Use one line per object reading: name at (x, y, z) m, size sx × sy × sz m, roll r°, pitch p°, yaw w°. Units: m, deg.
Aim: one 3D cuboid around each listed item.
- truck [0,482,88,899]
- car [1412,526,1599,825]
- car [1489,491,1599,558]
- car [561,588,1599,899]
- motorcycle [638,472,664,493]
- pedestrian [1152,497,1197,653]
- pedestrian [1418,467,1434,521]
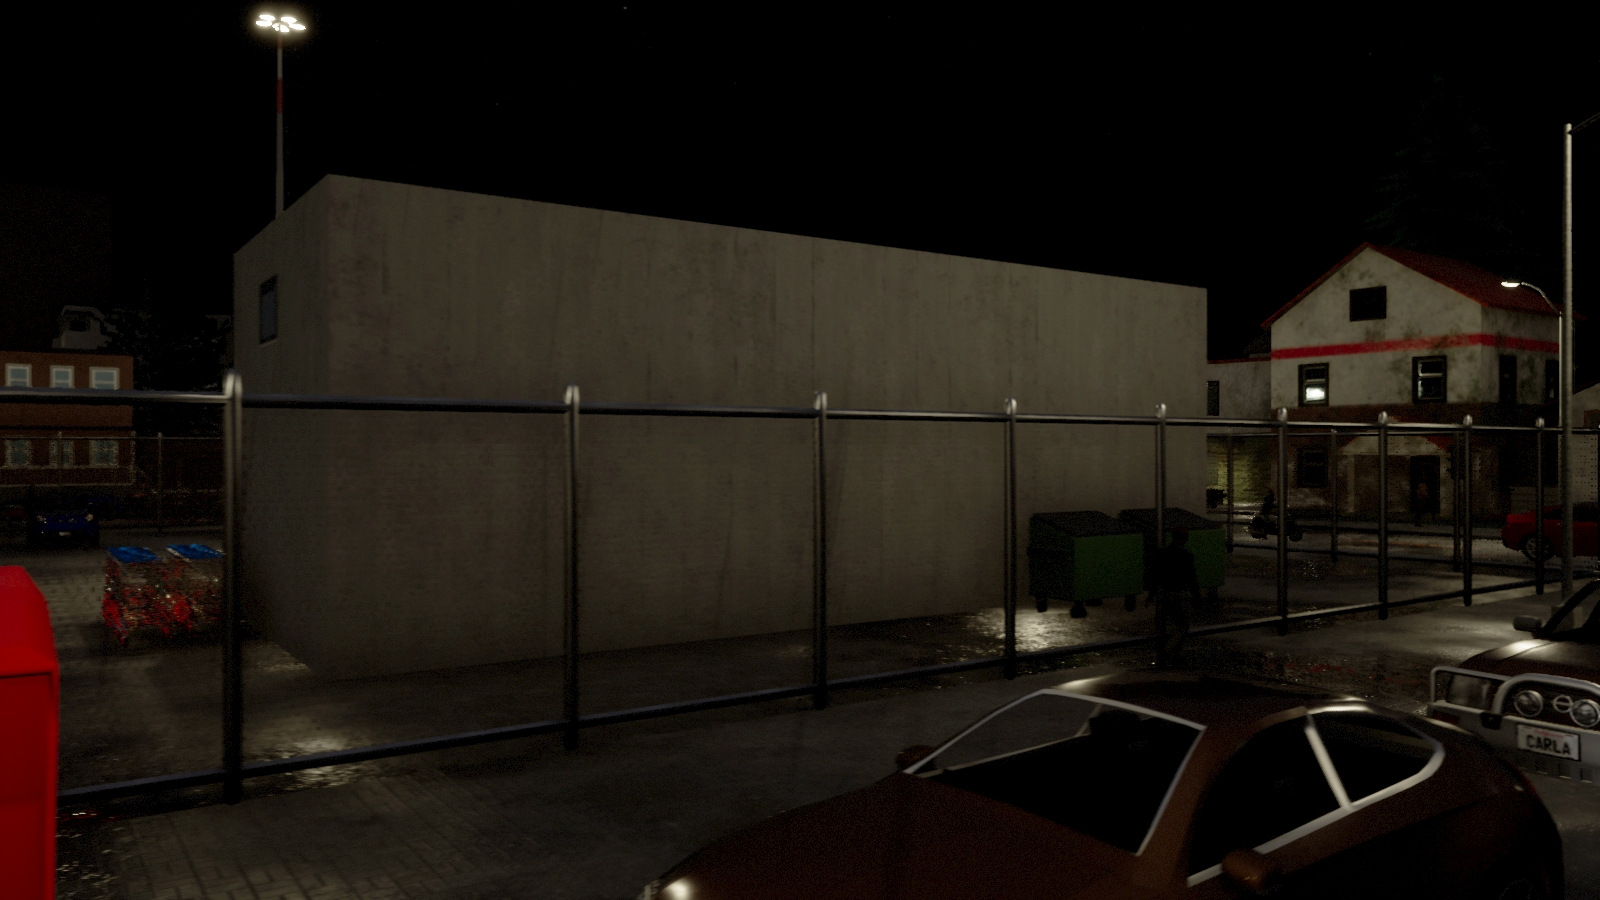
truck at (-4.100, 1.348, 1.550) m, size 5.204 × 2.467 × 2.627 m, roll 0°, pitch 0°, yaw -35°
car at (7.213, 1.643, 9.400) m, size 4.605 × 1.855 × 1.932 m, roll 0°, pitch 0°, yaw -34°
car at (19.977, 1.840, 27.939) m, size 2.231 × 1.480 × 4.892 m, roll 0°, pitch 0°, yaw -35°
car at (1.639, 1.772, 5.526) m, size 5.027 × 1.651 × 2.152 m, roll 0°, pitch 0°, yaw -35°
motorcycle at (-9.097, 1.959, 69.658) m, size 0.856 × 1.236 × 1.805 m, roll 0°, pitch 0°, yaw -35°
pedestrian at (4.617, 1.524, 14.071) m, size 0.375 × 1.860 × 0.375 m, roll 0°, pitch 0°, yaw -34°
pedestrian at (21.665, 1.523, 39.569) m, size 0.375 × 1.860 × 0.375 m, roll 0°, pitch 0°, yaw -39°
